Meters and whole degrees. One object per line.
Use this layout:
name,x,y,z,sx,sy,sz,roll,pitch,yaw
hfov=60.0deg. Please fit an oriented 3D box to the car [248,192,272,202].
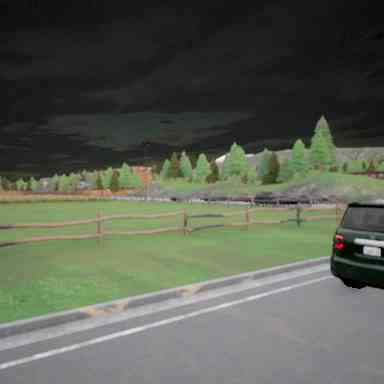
car,13.701,0.978,66.920,2.097,1.767,4.553,-1,0,-36

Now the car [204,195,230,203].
car,4.360,1.304,61.832,1.895,1.301,4.718,-1,0,-36

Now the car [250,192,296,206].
car,11.242,0.950,46.522,2.150,2.045,5.566,0,0,-35

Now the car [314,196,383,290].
car,5.479,1.156,7.692,5.566,2.045,2.150,-1,0,-36

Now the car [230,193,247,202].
car,7.605,1.278,63.329,1.895,1.301,4.718,-1,0,-36

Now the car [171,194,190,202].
car,-2.283,1.222,65.024,2.128,1.511,4.902,-1,0,-36

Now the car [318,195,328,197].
car,17.340,1.181,50.037,1.837,1.490,4.892,-1,0,-36

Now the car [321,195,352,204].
car,23.317,1.187,53.744,1.994,1.385,4.181,-1,0,-36

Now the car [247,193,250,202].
car,10.945,1.003,64.710,2.097,1.767,4.553,-1,0,-36

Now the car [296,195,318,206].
car,14.934,1.303,47.395,1.895,1.301,4.718,-1,0,-36
